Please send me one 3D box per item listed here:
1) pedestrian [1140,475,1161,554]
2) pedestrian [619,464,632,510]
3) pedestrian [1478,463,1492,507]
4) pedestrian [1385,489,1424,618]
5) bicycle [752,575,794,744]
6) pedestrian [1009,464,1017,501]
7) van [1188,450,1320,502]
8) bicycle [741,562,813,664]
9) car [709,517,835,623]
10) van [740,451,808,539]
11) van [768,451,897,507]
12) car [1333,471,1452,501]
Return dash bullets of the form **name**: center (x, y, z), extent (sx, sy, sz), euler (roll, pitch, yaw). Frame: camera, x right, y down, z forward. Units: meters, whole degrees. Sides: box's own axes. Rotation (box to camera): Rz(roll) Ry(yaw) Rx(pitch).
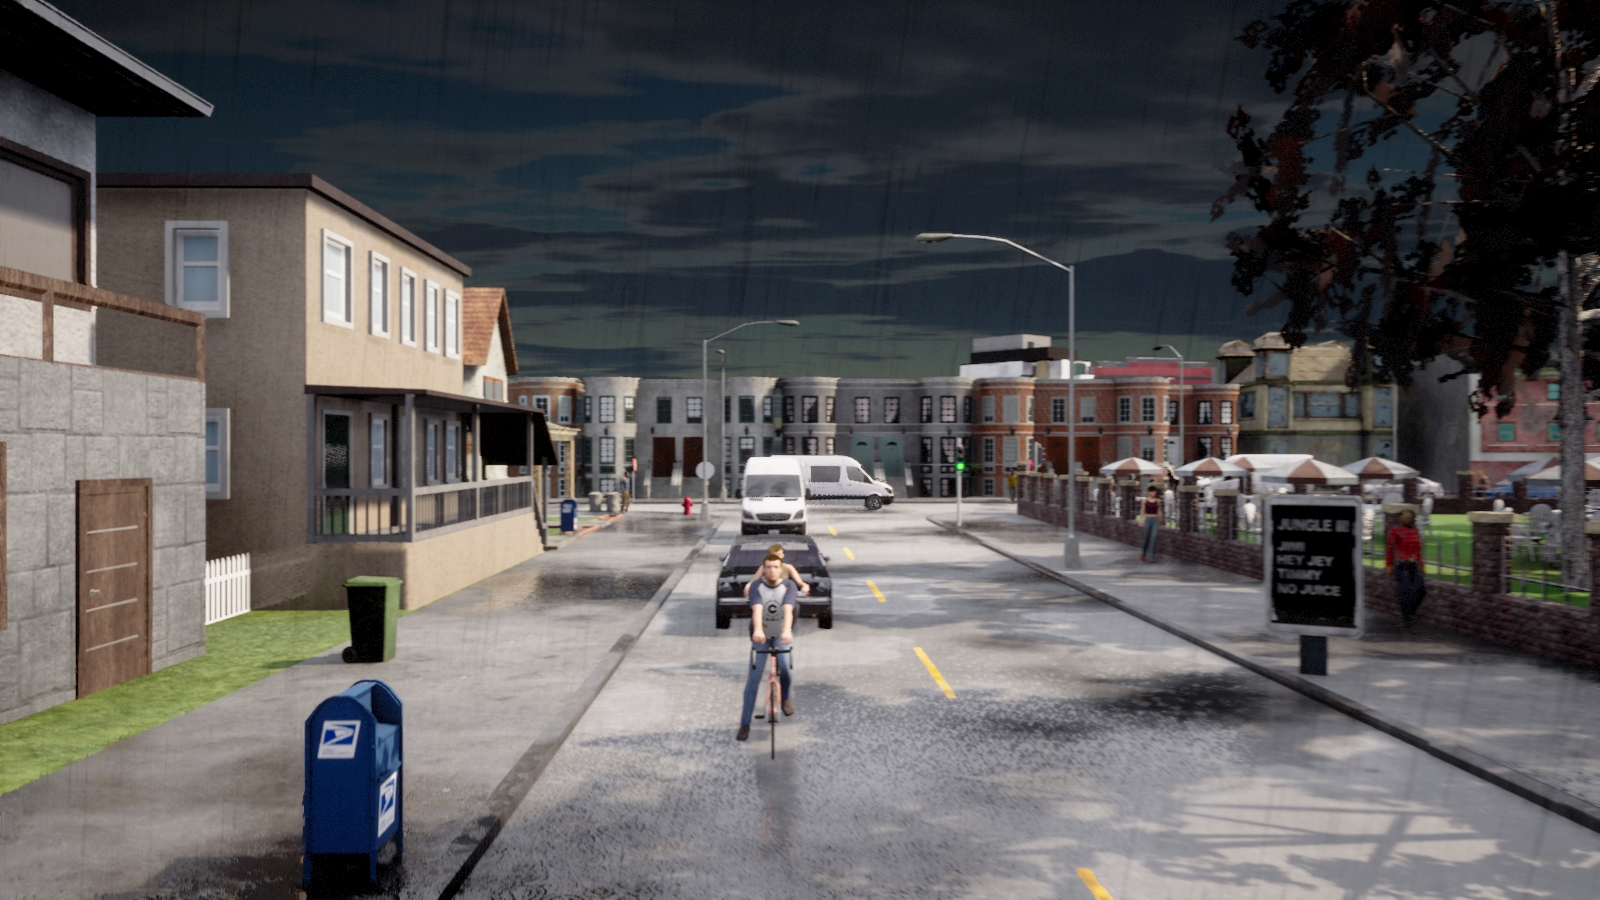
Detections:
- **pedestrian**: center (8.320, 1.517, 27.119), extent (0.375, 1.860, 0.375), euler (0, 0, 1)
- **pedestrian**: center (-7.233, 1.531, 47.334), extent (0.375, 1.860, 0.375), euler (0, 0, 30)
- **pedestrian**: center (29.521, 1.500, 49.271), extent (0.375, 1.860, 0.375), euler (0, 0, -2)
- **pedestrian**: center (8.893, 1.516, 16.817), extent (0.375, 1.860, 0.375), euler (0, 0, -4)
- **bicycle**: center (-0.260, 1.936, 10.873), extent (0.373, 1.296, 1.643), euler (0, 0, -1)
- **pedestrian**: center (10.638, 1.618, 57.136), extent (0.375, 1.860, 0.375), euler (0, 0, 15)
- **van**: center (22.939, 1.295, 57.914), extent (5.915, 2.561, 1.988), euler (0, 0, -1)
- **bicycle**: center (-0.297, 2.036, 14.520), extent (0.859, 1.080, 1.487), euler (0, 0, -2)
- **car**: center (-0.467, 1.934, 19.481), extent (1.895, 1.301, 4.718), euler (0, 0, -1)
- **van**: center (-0.846, 1.313, 36.268), extent (1.988, 2.561, 5.915), euler (0, 0, -2)
- **van**: center (1.452, 1.311, 53.417), extent (5.915, 2.561, 1.988), euler (0, 0, -1)
- **car**: center (30.049, 1.816, 58.070), extent (4.892, 1.480, 2.231), euler (0, 0, -1)
